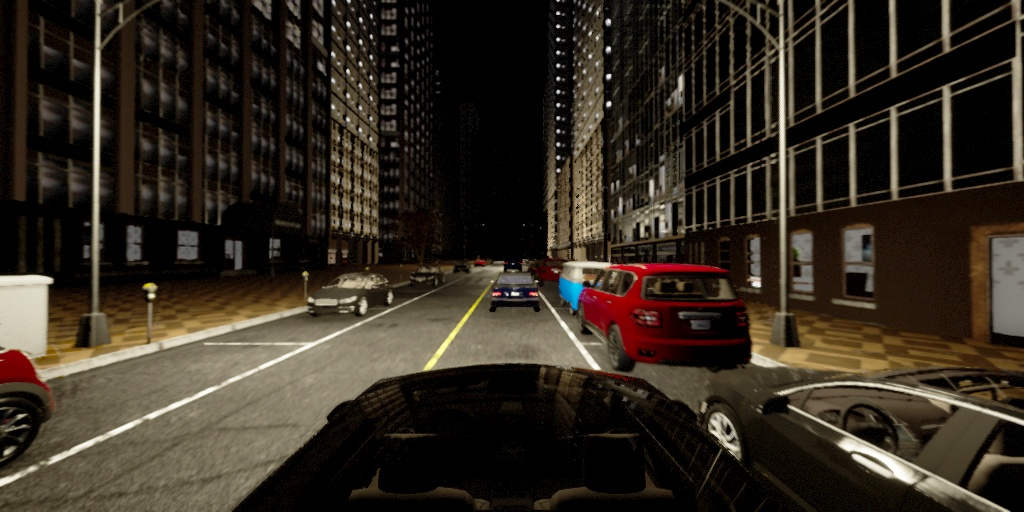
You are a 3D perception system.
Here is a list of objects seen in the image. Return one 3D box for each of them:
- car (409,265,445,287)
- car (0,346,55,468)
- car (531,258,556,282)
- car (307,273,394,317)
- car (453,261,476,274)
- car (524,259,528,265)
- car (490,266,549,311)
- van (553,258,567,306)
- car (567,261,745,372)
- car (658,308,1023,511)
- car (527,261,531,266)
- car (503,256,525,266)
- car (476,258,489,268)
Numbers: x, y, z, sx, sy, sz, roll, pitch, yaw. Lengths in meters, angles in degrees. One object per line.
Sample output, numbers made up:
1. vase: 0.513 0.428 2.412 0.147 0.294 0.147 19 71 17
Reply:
1. car: -5.685 1.308 24.416 2.007 1.370 4.403 0 0 0
2. car: -5.688 1.190 1.845 1.967 1.591 4.097 0 0 0
3. car: 2.696 1.072 24.438 2.192 1.841 5.009 0 0 0
4. car: -5.687 1.305 13.131 2.007 1.370 4.403 0 0 0
5. car: -5.682 1.312 41.345 2.007 1.370 4.403 0 0 0
6. car: 2.699 1.286 41.532 1.751 1.417 4.829 0 0 0
7. car: 0.103 1.301 14.313 2.033 1.411 5.357 0 0 0
8. van: 2.694 1.094 13.155 1.690 1.789 3.998 0 0 0
9. car: 2.693 1.067 7.513 2.192 1.841 5.009 0 0 0
10. car: 2.692 1.300 1.872 2.007 1.370 4.403 0 0 0
11. car: 2.698 1.342 35.721 1.802 1.307 4.207 0 0 0
12. car: 0.109 0.983 43.294 2.150 2.045 5.566 0 0 0
13. car: -5.678 1.307 63.915 1.888 1.381 4.507 0 0 0
